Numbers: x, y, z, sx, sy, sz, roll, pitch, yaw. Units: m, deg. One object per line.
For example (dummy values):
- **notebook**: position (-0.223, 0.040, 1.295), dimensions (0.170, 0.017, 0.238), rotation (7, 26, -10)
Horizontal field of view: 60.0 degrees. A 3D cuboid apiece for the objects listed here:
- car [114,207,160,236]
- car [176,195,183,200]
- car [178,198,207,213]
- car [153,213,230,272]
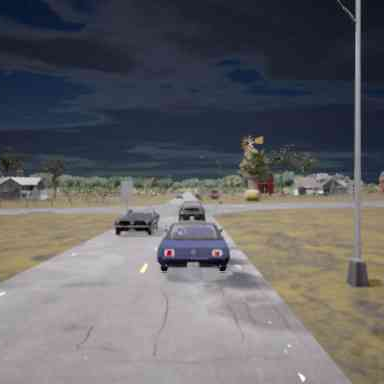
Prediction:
- **car**: position (-2.875, 1.526, 18.179), dimensions (1.895, 1.301, 4.718), rotation (0, 0, 0)
- **car**: position (-3.311, 1.343, 87.565), dimensions (1.895, 1.301, 4.718), rotation (0, 0, -1)
- **car**: position (0.017, 1.408, 24.115), dimensions (1.837, 1.490, 4.892), rotation (0, 0, 1)
- **car**: position (0.052, 1.555, 10.610), dimensions (1.895, 1.301, 4.718), rotation (0, 0, 0)
